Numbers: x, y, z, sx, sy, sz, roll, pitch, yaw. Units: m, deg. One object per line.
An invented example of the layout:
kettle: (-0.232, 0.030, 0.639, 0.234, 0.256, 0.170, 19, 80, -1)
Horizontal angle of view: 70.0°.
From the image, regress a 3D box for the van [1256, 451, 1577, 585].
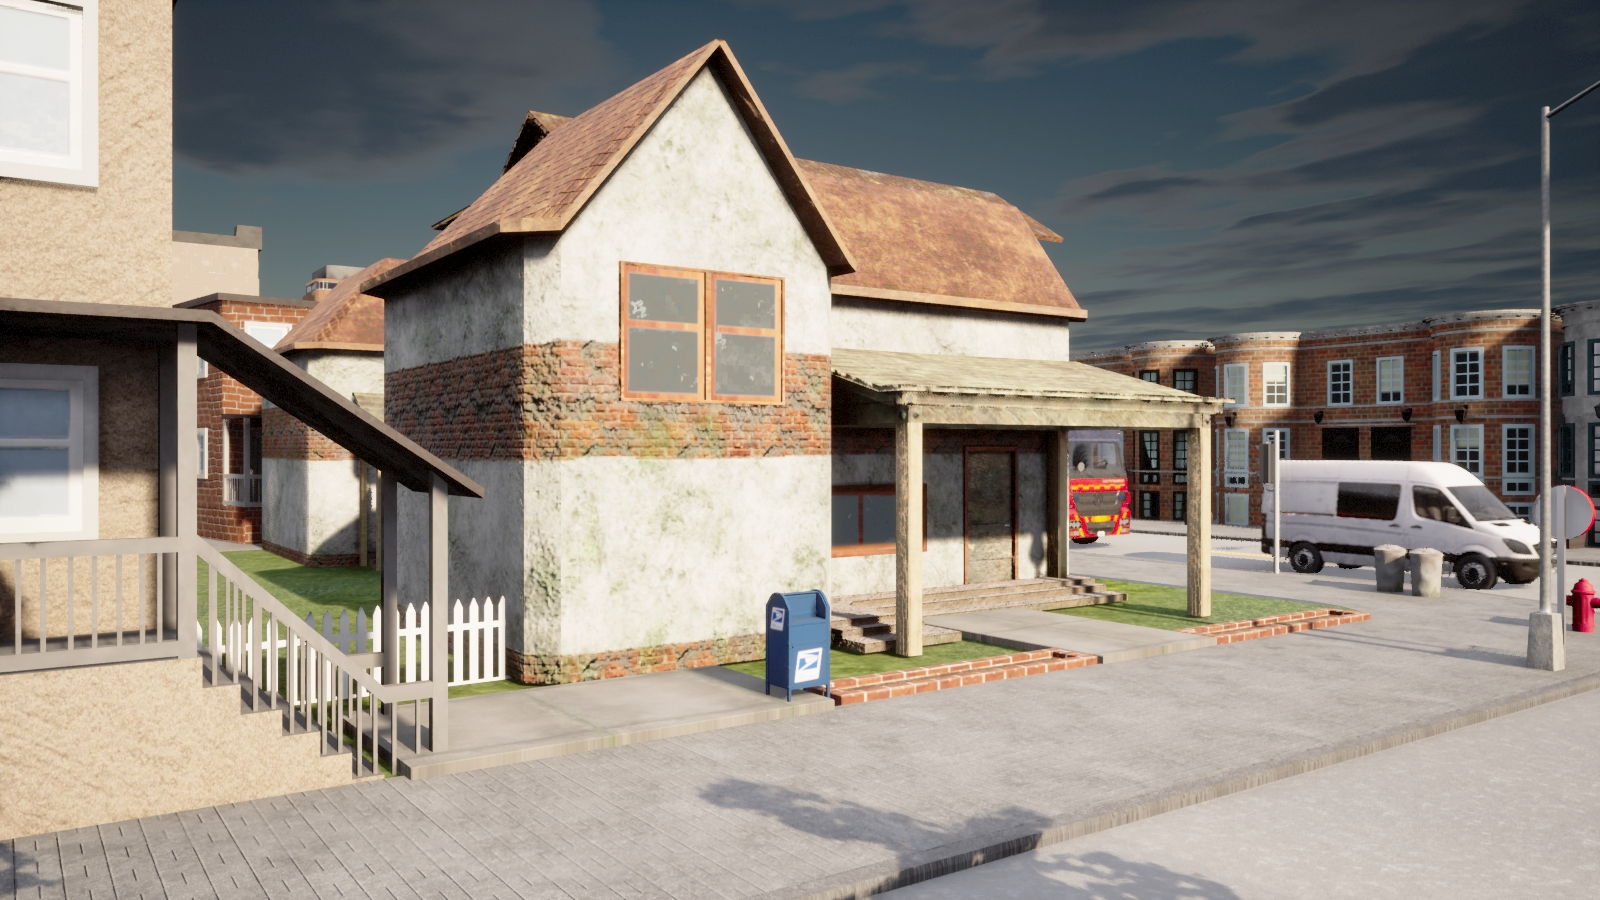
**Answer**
van: (13.155, 1.304, 24.880, 1.988, 2.561, 5.915, 0, 0, -34)
